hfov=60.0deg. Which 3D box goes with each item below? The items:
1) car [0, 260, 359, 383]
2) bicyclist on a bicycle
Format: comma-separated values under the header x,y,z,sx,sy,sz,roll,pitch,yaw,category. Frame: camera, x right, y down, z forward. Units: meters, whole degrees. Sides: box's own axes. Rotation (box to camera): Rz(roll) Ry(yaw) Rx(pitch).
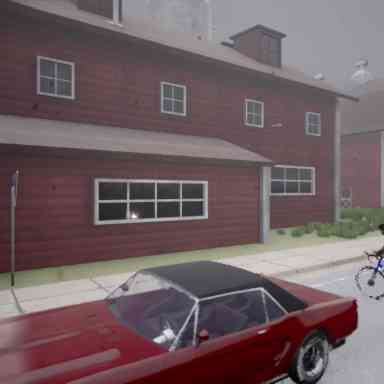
x,y,z,sx,sy,sz,roll,pitch,yaw,category
-0.215,1.601,3.844,4.718,1.301,1.895,0,0,-34,car
4.072,1.455,6.681,0.582,1.620,1.656,0,-2,-34,bicyclist on a bicycle
